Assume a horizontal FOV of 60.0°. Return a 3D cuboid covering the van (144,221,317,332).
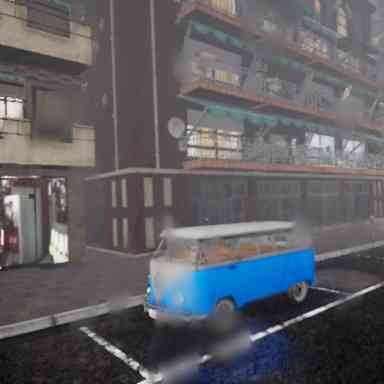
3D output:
[{"bbox_3d":[0.961,1.572,7.064,3.998,1.788,1.690,0,-3,-39],"label":"van"}]
